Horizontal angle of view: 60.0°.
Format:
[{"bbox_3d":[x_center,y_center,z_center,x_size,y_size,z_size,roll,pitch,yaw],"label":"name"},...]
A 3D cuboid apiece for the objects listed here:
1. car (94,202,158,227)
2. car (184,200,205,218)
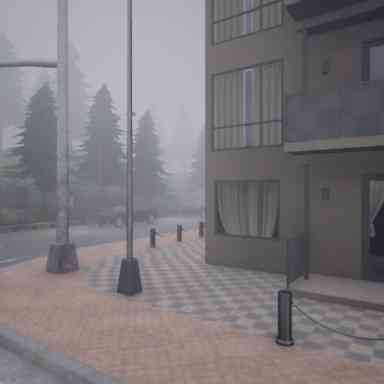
[{"bbox_3d":[-4.477,1.491,23.122,1.882,1.535,5.008,0,0,35],"label":"car"},{"bbox_3d":[1.188,1.491,31.278,1.882,1.535,5.008,0,0,35],"label":"car"}]
